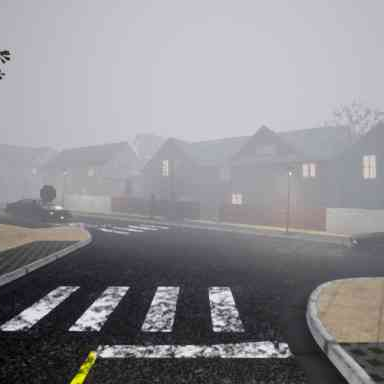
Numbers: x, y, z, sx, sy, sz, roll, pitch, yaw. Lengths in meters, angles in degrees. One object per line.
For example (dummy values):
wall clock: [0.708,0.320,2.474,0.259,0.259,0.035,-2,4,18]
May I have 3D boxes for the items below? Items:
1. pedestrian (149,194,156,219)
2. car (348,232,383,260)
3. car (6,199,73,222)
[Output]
pedestrian: [-3.015,1.087,24.955,0.375,1.860,0.375,-1,-5,32]
car: [9.045,1.987,12.915,5.357,1.411,2.033,2,0,21]
car: [-10.572,1.174,22.796,5.357,1.411,2.033,2,0,32]
